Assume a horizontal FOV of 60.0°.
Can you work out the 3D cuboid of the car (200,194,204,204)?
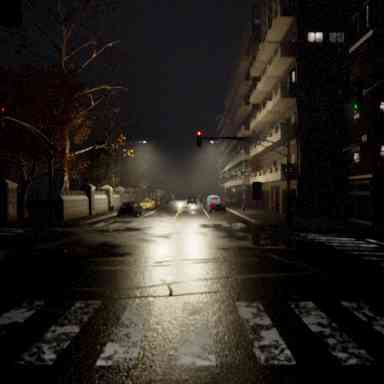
[{"bbox_3d":[2.697,1.462,53.405,1.967,1.590,4.097,0,0,0],"label":"car"}]

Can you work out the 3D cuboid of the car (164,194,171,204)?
[{"bbox_3d":[-5.683,1.476,64.666,1.967,1.590,4.097,0,0,0],"label":"car"}]

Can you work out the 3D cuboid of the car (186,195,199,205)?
[{"bbox_3d":[0.004,1.577,59.599,2.033,1.411,5.357,0,0,0],"label":"car"}]

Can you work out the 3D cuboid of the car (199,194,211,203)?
[{"bbox_3d":[2.698,1.360,70.295,2.192,1.841,5.009,0,0,0],"label":"car"}]

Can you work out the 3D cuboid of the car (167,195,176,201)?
[{"bbox_3d":[-5.682,1.639,92.815,2.008,1.369,4.403,0,0,0],"label":"car"}]

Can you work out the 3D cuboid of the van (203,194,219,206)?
[{"bbox_3d":[2.697,1.352,42.144,1.690,1.788,3.998,0,0,0],"label":"van"}]

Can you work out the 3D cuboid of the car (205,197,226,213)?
[{"bbox_3d":[2.696,1.552,36.513,1.887,1.381,4.507,0,0,0],"label":"car"}]

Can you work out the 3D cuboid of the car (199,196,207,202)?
[{"bbox_3d":[2.697,1.608,81.555,1.887,1.381,4.507,0,0,0],"label":"car"}]

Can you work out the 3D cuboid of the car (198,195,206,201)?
[{"bbox_3d":[2.698,1.515,87.184,1.967,1.590,4.097,0,0,0],"label":"car"}]

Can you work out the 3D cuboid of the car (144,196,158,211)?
[{"bbox_3d":[-5.684,1.536,41.975,1.752,1.417,4.829,0,0,0],"label":"car"}]

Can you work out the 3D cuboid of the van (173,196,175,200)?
[{"bbox_3d":[-5.682,1.405,81.556,1.690,1.788,3.998,0,0,0],"label":"van"}]

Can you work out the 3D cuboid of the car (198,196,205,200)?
[{"bbox_3d":[2.698,1.670,92.815,1.802,1.307,4.206,0,0,0],"label":"car"}]

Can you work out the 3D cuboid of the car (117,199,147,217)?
[{"bbox_3d":[-5.685,1.570,30.884,1.947,1.339,4.313,0,0,0],"label":"car"}]

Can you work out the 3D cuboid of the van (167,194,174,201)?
[{"bbox_3d":[-5.682,1.416,87.185,1.690,1.788,3.998,0,0,0],"label":"van"}]

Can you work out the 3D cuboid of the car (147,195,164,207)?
[{"bbox_3d":[-5.684,1.331,47.775,2.192,1.841,5.009,0,0,0],"label":"car"}]

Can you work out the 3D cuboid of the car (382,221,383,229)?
[{"bbox_3d":[13.468,1.598,18.560,5.009,1.841,2.192,1,-1,-1],"label":"car"}]

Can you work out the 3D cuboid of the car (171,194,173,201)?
[{"bbox_3d":[-5.682,1.485,70.295,1.967,1.590,4.097,0,0,0],"label":"car"}]

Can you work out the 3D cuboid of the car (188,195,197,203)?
[{"bbox_3d":[0.006,1.421,70.018,1.837,1.490,4.892,0,0,0],"label":"car"}]
